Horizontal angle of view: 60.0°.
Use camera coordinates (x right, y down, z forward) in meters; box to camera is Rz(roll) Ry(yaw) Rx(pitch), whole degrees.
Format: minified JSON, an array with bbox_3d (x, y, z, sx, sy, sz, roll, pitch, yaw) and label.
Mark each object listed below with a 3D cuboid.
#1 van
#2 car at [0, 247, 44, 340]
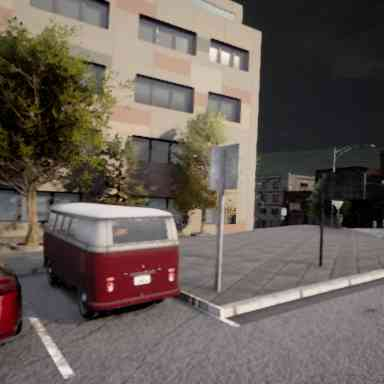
[{"bbox_3d":[-2.125,1.278,7.592,1.878,1.987,4.442,1,0,-35],"label":"van"},{"bbox_3d":[-4.346,1.504,5.904,2.163,1.488,4.792,0,0,-35],"label":"car"}]
